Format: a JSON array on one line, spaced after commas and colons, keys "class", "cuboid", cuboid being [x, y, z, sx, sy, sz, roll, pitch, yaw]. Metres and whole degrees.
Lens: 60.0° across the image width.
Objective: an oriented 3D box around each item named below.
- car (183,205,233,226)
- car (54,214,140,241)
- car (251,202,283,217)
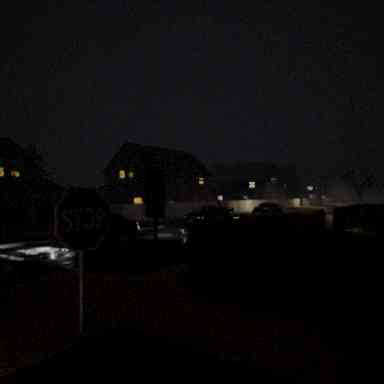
[{"class": "car", "cuboid": [1.280, 1.747, 24.670, 2.128, 1.511, 4.902, 0, -1, 35]}, {"class": "car", "cuboid": [-4.550, 1.758, 16.422, 1.994, 1.385, 4.181, 0, -1, 36]}, {"class": "car", "cuboid": [7.661, 1.831, 33.672, 1.837, 1.490, 4.892, 0, -1, 35]}]
